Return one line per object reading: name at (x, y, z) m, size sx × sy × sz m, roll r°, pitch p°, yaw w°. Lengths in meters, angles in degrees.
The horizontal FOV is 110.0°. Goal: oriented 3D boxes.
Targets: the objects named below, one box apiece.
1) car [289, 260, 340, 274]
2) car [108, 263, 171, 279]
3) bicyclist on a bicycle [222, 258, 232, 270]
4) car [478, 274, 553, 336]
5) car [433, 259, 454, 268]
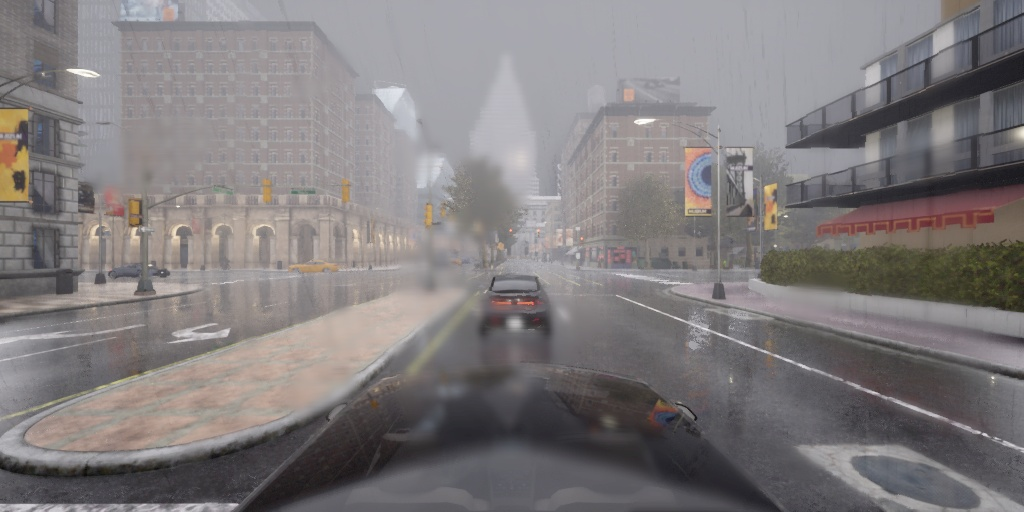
car at (-21.909, 1.228, 39.858) m, size 5.008 × 1.535 × 1.882 m, roll 0°, pitch 1°, yaw -12°
car at (-33.556, 1.314, 32.352) m, size 4.181 × 1.385 × 1.994 m, roll 0°, pitch 0°, yaw 0°
bicyclist on a bicycle at (-37.171, 1.050, 46.808) m, size 0.582 × 1.620 × 1.656 m, roll 0°, pitch 0°, yaw 0°
car at (0.101, 1.255, 10.369) m, size 1.837 × 1.490 × 4.892 m, roll 0°, pitch 0°, yaw 0°
car at (-11.410, 1.254, 59.474) m, size 1.837 × 1.490 × 4.892 m, roll 0°, pitch 0°, yaw 0°
